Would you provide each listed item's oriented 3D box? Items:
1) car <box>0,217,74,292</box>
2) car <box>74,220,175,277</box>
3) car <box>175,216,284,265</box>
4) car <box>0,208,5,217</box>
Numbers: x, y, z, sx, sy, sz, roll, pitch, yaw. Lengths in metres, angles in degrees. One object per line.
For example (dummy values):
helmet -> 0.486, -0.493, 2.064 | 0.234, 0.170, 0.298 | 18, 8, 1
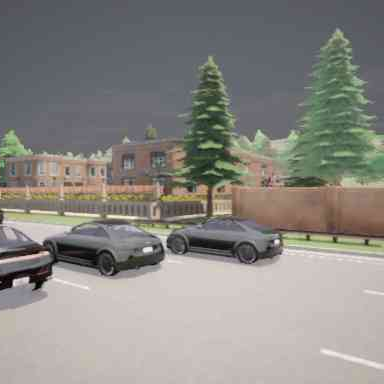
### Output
car -> -5.214, 1.491, 7.714 | 4.902, 1.511, 2.128 | 0, 0, 36
car -> -2.852, 1.563, 10.329 | 4.181, 1.385, 1.994 | 0, 0, 36
car -> 1.089, 1.563, 11.816 | 4.181, 1.385, 1.994 | 0, 0, 36
car -> -14.920, 1.503, 23.241 | 4.892, 1.490, 1.837 | 0, 0, 36
